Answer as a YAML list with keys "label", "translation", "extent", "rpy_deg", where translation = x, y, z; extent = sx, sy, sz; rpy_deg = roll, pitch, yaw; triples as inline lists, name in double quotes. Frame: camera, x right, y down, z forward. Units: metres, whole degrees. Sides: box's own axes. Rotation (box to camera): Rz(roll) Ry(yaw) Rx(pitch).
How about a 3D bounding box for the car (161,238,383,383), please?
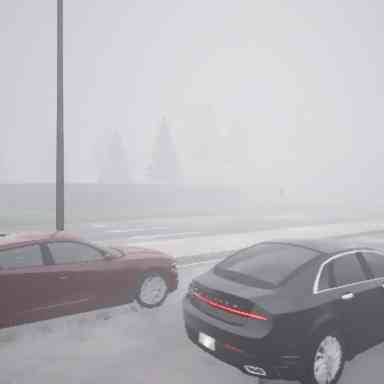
- label: "car"
  translation: [2.141, 1.503, 5.277]
  extent: [4.892, 1.490, 1.837]
  rpy_deg: [1, 0, -35]

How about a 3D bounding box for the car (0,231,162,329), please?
- label: "car"
  translation: [-2.583, 1.478, 6.210]
  extent: [5.008, 1.535, 1.882]
  rpy_deg: [0, 0, -35]
